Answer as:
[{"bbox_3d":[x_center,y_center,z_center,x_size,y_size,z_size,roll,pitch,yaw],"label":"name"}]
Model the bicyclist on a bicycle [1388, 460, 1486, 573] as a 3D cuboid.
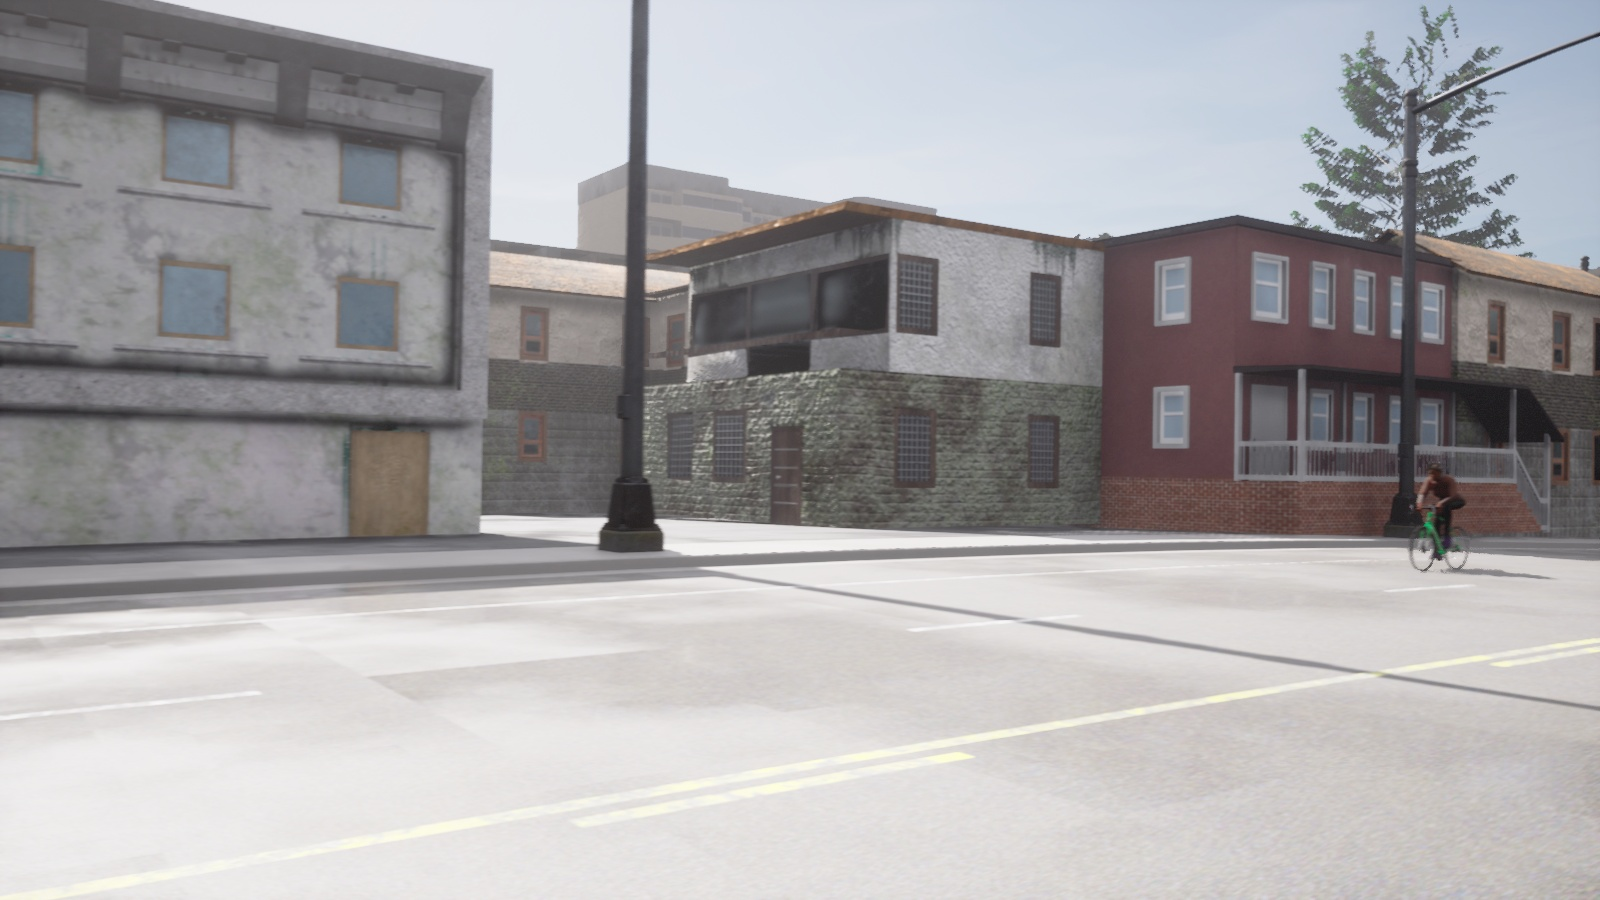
[{"bbox_3d":[9.564,0.979,18.842,1.656,1.620,0.582,2,-1,-35],"label":"bicyclist on a bicycle"}]
